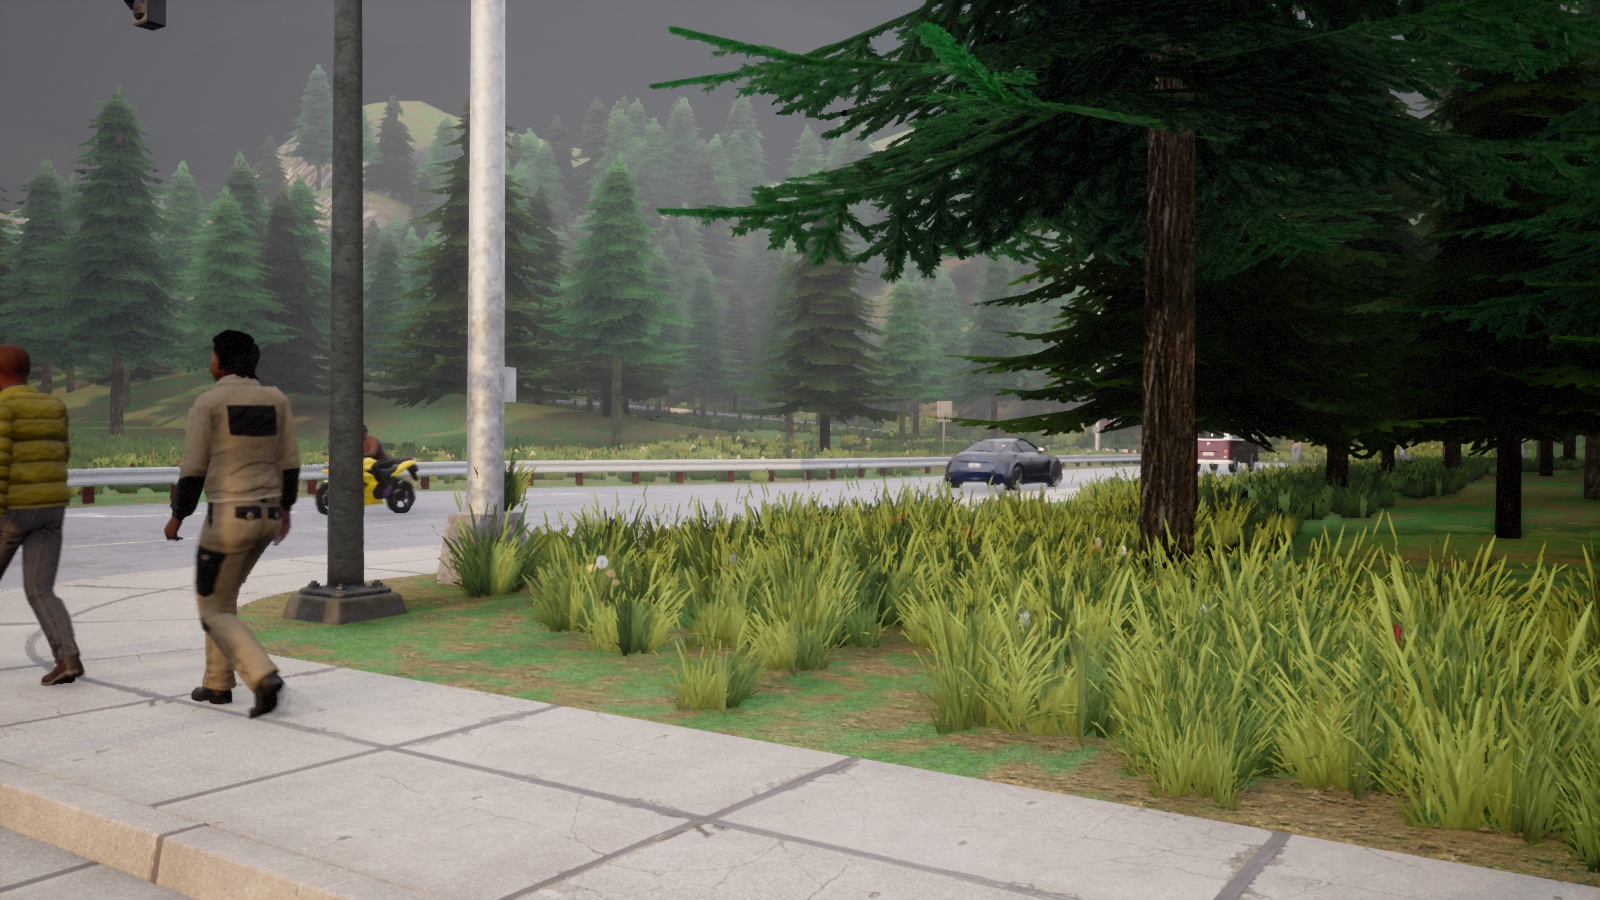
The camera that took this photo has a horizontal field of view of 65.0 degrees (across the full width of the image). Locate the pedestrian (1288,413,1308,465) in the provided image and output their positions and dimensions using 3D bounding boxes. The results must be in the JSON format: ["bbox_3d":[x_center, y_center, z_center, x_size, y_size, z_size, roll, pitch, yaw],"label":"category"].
[{"bbox_3d":[17.829,-0.409,44.972,0.706,1.836,0.354,-1,1,-39],"label":"pedestrian"}]

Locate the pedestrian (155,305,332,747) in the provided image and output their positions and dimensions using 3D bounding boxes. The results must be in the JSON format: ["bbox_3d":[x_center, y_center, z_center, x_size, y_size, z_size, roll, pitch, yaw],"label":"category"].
[{"bbox_3d":[-2.581,0.330,5.825,0.692,1.930,0.396,0,1,30],"label":"pedestrian"}]

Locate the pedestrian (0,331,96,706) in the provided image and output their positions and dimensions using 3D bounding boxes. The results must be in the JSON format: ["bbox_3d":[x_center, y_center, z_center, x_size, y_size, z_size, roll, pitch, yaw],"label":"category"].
[{"bbox_3d":[-4.051,0.335,6.445,0.726,1.835,0.370,0,1,22],"label":"pedestrian"}]

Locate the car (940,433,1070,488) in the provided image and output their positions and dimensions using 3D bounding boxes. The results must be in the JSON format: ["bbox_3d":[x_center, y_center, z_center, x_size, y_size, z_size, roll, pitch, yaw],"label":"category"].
[{"bbox_3d":[5.669,0.248,34.372,1.994,1.385,4.181,0,1,33],"label":"car"}]

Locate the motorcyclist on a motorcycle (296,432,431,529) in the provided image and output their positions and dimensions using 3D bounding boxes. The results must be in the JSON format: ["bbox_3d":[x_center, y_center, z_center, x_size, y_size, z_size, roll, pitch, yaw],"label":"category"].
[{"bbox_3d":[-7.195,0.468,20.795,0.797,1.523,2.044,0,1,33],"label":"motorcyclist on a motorcycle"}]

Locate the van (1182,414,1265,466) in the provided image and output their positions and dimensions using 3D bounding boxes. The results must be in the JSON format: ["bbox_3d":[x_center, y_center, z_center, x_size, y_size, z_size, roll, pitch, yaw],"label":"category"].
[{"bbox_3d":[17.456,-0.436,51.694,2.069,2.038,4.480,0,1,35],"label":"van"}]
